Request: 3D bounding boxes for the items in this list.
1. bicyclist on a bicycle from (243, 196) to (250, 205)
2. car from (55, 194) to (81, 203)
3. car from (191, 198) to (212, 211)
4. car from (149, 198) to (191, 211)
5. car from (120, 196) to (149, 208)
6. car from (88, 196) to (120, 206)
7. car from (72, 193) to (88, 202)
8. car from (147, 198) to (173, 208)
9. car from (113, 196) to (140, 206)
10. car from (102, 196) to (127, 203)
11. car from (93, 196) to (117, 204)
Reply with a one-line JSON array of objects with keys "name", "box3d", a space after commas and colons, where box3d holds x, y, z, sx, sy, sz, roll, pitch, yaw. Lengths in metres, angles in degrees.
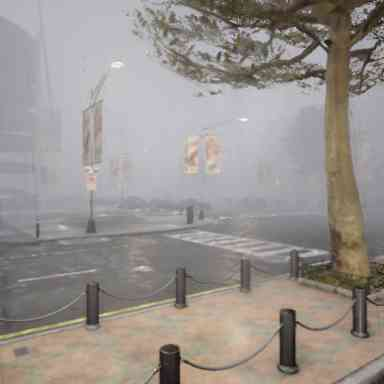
[{"name": "bicyclist on a bicycle", "box3d": [9.176, 1.415, 55.893, 1.656, 1.620, 0.582, 0, 0, -36]}, {"name": "car", "box3d": [-27.093, 1.605, 71.666, 4.718, 1.301, 1.895, 0, 0, 12]}, {"name": "car", "box3d": [0.480, 1.551, 43.134, 1.882, 1.535, 5.008, 0, 0, -37]}, {"name": "car", "box3d": [-2.838, 1.611, 41.769, 2.033, 1.411, 5.357, 0, 0, -35]}, {"name": "car", "box3d": [-8.264, 1.416, 49.217, 2.097, 1.767, 4.553, 0, 0, -37]}, {"name": "car", "box3d": [-15.027, 1.610, 57.124, 5.357, 1.411, 2.033, 0, 0, 41]}, {"name": "car", "box3d": [-26.133, 1.233, 75.033, 5.566, 2.045, 2.150, 0, 0, 12]}, {"name": "car", "box3d": [-4.959, 1.600, 50.652, 1.812, 1.442, 4.674, 0, 0, -37]}, {"name": "car", "box3d": [-11.604, 1.564, 58.689, 4.902, 1.511, 2.128, 0, 0, 44]}, {"name": "car", "box3d": [-16.606, 1.608, 71.262, 4.902, 1.511, 2.128, 0, 0, 26]}, {"name": "car", "box3d": [-17.844, 1.599, 67.971, 4.674, 1.442, 1.812, 0, 0, 26]}]
